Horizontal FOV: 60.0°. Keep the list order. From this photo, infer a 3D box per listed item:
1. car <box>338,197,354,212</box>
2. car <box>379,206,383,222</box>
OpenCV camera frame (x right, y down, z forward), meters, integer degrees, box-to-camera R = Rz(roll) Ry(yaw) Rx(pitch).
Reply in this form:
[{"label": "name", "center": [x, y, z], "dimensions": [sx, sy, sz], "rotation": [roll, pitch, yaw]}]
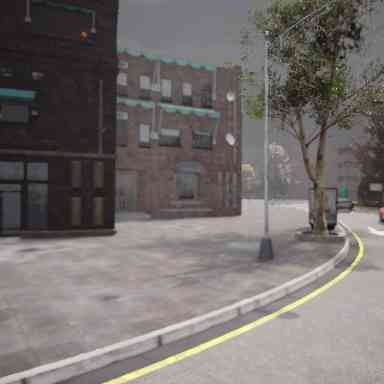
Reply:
[{"label": "car", "center": [16.146, 1.327, 37.224], "dimensions": [2.128, 1.511, 4.902], "rotation": [1, 1, -4]}, {"label": "car", "center": [14.873, 1.403, 23.591], "dimensions": [2.097, 1.767, 4.553], "rotation": [0, 1, 16]}]
